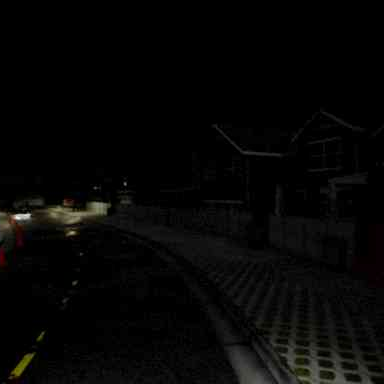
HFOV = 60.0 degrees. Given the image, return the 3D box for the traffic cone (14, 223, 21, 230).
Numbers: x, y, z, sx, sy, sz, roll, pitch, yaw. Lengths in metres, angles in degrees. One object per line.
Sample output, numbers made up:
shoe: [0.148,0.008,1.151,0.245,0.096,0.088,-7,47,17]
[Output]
traffic cone: [-10.107,2.233,19.546,0.340,0.580,0.340,0,-1,-30]

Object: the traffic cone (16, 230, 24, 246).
traffic cone: [-7.921,2.173,15.331,0.340,0.580,0.340,0,-1,-24]

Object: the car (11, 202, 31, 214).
car: [-23.173,2.114,44.956,2.128,1.511,4.902,0,-1,-36]

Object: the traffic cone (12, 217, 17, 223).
traffic cone: [-12.602,2.294,23.879,0.340,0.580,0.340,0,-1,-30]

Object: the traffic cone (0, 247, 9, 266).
traffic cone: [-6.244,2.113,10.928,0.340,0.580,0.340,0,-1,-18]

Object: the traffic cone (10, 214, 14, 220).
traffic cone: [-15.096,2.356,28.211,0.340,0.580,0.340,0,-1,-30]
